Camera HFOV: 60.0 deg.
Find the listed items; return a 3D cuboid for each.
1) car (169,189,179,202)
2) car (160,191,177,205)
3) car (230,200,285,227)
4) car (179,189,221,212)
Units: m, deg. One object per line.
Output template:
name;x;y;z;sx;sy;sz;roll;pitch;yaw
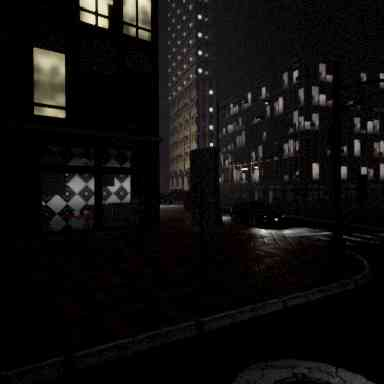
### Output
car;-2.528;0.599;50.185;2.150;2.045;5.566;-1;1;-18
car;-3.871;0.974;45.013;1.837;1.490;4.892;-1;1;-19
car;4.106;1.315;21.553;1.837;1.490;4.892;-1;1;-19
car;0.825;0.885;31.168;2.150;2.045;5.566;-1;2;-19
